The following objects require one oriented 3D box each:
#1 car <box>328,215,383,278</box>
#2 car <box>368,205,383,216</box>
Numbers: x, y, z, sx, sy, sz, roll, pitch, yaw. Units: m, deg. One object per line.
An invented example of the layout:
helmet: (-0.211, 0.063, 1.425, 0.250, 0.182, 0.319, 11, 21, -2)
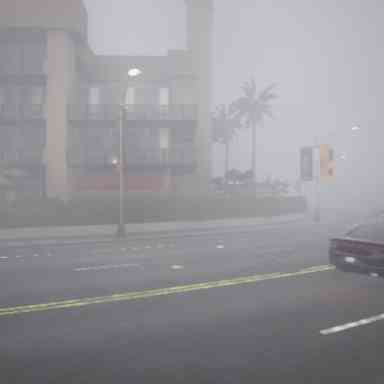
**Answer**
car: (6.239, 1.620, 9.938, 5.008, 1.535, 1.882, 0, -1, -31)
car: (20.060, 2.078, 35.454, 1.812, 1.442, 4.674, -1, -1, 21)
